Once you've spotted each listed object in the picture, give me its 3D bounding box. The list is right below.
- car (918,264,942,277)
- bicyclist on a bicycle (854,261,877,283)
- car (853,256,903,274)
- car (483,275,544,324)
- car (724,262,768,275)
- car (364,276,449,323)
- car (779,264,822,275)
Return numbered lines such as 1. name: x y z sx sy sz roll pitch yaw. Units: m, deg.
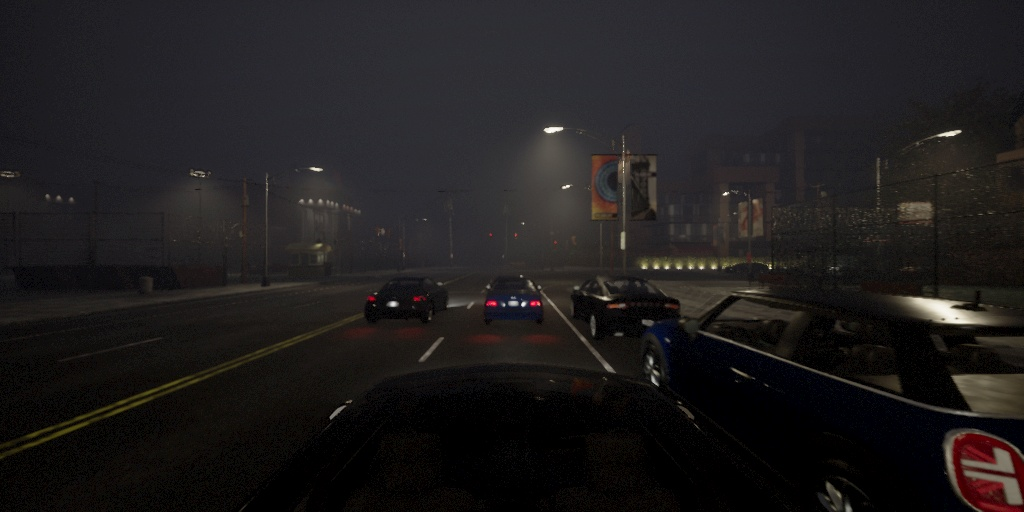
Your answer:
1. car: 45.173 1.547 37.525 4.181 1.385 1.994 0 0 -1
2. bicyclist on a bicycle: 26.073 1.212 26.470 0.582 1.620 1.656 0 -1 -1
3. car: 45.080 0.971 44.528 5.566 2.045 2.150 0 0 -1
4. car: 0.059 1.366 12.333 2.033 1.411 5.357 0 0 0
5. car: 28.967 1.532 44.470 4.892 1.490 1.837 0 0 0
6. car: -3.439 1.384 12.437 1.994 1.385 4.181 0 0 0
7. car: 33.118 1.569 40.999 4.181 1.385 1.994 0 0 0
